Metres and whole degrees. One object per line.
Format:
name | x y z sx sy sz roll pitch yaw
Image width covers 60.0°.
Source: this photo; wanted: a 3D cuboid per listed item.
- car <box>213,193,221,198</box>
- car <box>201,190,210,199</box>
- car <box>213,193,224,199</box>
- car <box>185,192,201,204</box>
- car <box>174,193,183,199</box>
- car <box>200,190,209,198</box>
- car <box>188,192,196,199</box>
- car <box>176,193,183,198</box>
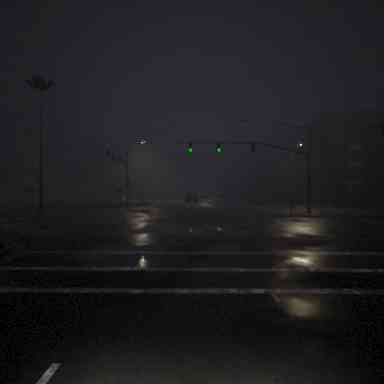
car | 6.985 0.952 93.293 1.895 1.301 4.718 0 0 0
car | 3.489 0.998 82.844 1.837 1.490 4.892 0 0 0
car | 6.989 1.091 83.293 1.895 1.301 4.718 0 0 0
car | -0.002 1.031 53.019 2.097 1.767 4.553 0 0 0
car | -3.511 1.091 83.289 1.895 1.301 4.718 0 0 0
car | 3.485 0.582 93.289 2.150 2.045 5.566 0 0 0
car | -0.011 0.851 83.229 2.097 1.767 4.553 0 0 0
car | -3.515 0.910 93.259 1.994 1.385 4.181 0 0 0
